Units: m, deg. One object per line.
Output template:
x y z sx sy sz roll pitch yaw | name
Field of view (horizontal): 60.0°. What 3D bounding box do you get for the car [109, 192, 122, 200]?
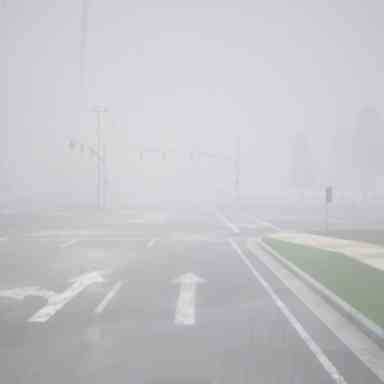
-18.495 0.902 80.692 2.150 2.045 5.566 0 0 0 | car
